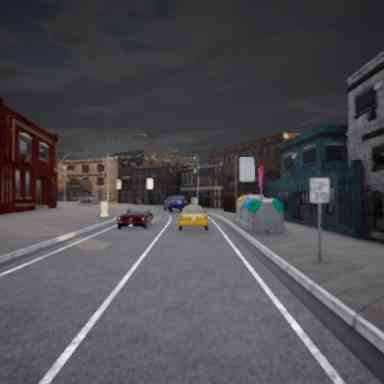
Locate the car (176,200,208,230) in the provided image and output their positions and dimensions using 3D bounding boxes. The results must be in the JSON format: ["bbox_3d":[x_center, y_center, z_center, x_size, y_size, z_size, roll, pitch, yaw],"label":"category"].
[{"bbox_3d":[0.076,1.542,21.869,1.801,1.575,5.366,0,0,0],"label":"car"}]

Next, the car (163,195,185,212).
[{"bbox_3d":[-2.211,1.394,41.990,2.150,2.045,5.566,1,0,-15],"label":"car"}]

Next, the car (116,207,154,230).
[{"bbox_3d":[-3.656,1.688,21.970,1.895,1.301,4.718,0,0,-1],"label":"car"}]

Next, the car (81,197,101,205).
[{"bbox_3d":[-18.572,1.625,60.993,4.892,1.490,1.837,0,-1,42],"label":"car"}]
